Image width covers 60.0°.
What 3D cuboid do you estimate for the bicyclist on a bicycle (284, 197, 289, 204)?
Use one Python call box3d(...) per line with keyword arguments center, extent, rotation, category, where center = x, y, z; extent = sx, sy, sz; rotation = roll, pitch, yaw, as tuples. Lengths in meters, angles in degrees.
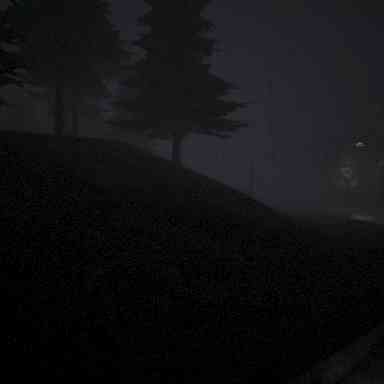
box3d(center=(22.096, 2.059, 77.835), extent=(1.656, 1.620, 0.582), rotation=(0, 0, -25), category="bicyclist on a bicycle")
